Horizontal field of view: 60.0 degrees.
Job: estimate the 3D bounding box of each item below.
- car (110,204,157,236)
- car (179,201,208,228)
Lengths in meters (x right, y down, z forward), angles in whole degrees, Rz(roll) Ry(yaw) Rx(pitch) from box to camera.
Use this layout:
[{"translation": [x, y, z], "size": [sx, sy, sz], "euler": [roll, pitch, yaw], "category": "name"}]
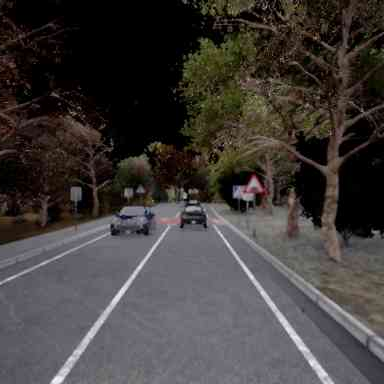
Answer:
[{"translation": [-3.336, 1.538, 19.606], "size": [2.097, 1.767, 4.553], "euler": [0, -1, 0], "category": "car"}, {"translation": [0.115, 1.703, 24.442], "size": [1.837, 1.490, 4.892], "euler": [0, 1, 0], "category": "car"}]
